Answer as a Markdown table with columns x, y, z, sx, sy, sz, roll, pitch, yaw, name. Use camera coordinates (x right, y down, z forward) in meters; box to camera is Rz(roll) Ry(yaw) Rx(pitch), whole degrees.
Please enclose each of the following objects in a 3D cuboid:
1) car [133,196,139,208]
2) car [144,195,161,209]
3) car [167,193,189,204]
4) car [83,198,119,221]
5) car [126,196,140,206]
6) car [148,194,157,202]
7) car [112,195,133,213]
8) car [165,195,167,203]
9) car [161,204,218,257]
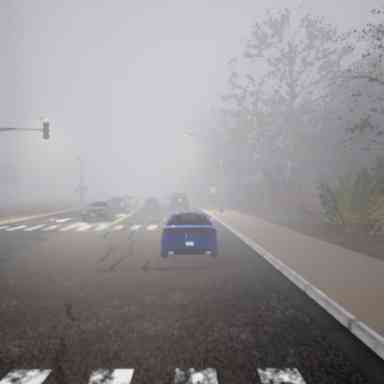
| x | y | z | sx | sy | sz | roll | pitch | yaw | name |
| --- | --- | --- | --- | --- | --- | --- | --- | --- | --- |
| -8.652 | 1.235 | 44.429 | 2.097 | 1.767 | 4.553 | 0 | 0 | -5 | car |
| -5.124 | 1.390 | 42.651 | 1.837 | 1.490 | 4.892 | 0 | 0 | -5 | car |
| -1.563 | 1.115 | 39.235 | 2.150 | 2.045 | 5.566 | 0 | 0 | -5 | car |
| -7.426 | 1.463 | 26.910 | 1.812 | 1.442 | 4.674 | 0 | 0 | -3 | car |
| -9.636 | 1.415 | 54.278 | 1.994 | 1.385 | 4.181 | 0 | 0 | -6 | car |
| -8.224 | 1.278 | 68.988 | 1.882 | 1.535 | 5.008 | 0 | 0 | -8 | car |
| -7.999 | 1.262 | 35.856 | 2.097 | 1.767 | 4.553 | 0 | 0 | -4 | car |
| -4.347 | 1.288 | 64.812 | 1.882 | 1.535 | 5.008 | 0 | 1 | -7 | car |
| -0.130 | 1.447 | 12.797 | 1.882 | 1.535 | 5.008 | 0 | 0 | -1 | car |
